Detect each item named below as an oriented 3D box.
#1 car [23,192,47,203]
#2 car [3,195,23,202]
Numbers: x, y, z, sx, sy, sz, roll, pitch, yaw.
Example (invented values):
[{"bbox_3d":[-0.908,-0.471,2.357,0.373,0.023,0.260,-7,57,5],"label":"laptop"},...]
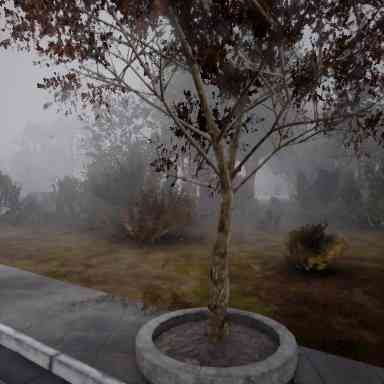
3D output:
[{"bbox_3d":[-14.622,0.985,35.841,2.150,2.045,5.566,1,0,32],"label":"car"},{"bbox_3d":[-22.573,1.175,43.287,1.837,1.490,4.892,1,0,32],"label":"car"}]
